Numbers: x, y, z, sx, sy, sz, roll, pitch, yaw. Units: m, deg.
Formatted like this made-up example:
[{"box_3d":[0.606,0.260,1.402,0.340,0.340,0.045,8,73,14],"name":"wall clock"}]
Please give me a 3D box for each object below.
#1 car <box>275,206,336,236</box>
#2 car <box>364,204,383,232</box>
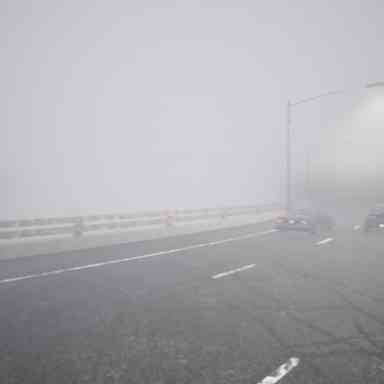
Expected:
[{"box_3d":[6.354,1.499,18.251,2.033,1.411,5.357,0,0,37],"name":"car"},{"box_3d":[11.106,1.464,18.940,1.837,1.490,4.892,1,0,36],"name":"car"}]
